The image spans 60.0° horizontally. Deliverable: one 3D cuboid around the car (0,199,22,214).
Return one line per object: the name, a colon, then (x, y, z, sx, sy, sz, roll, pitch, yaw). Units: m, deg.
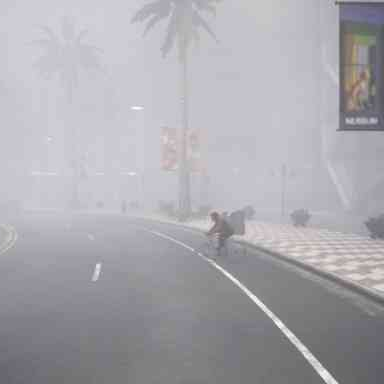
car: (-20.329, 1.490, 35.752, 4.902, 1.511, 2.128, 0, 0, 33)

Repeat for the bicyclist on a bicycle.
bicyclist on a bicycle: (0.882, 1.445, 10.367, 1.656, 1.620, 0.582, -2, 0, -12)
